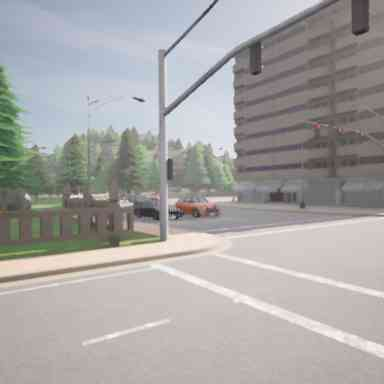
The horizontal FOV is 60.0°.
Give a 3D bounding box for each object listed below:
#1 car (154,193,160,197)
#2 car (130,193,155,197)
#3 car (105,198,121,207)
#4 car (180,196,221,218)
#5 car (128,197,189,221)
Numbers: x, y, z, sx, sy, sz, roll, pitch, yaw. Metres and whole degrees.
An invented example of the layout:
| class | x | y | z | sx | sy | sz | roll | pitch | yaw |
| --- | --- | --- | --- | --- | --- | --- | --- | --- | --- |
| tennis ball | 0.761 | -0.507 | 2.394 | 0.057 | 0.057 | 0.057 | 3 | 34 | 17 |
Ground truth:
| class | x | y | z | sx | sy | sz | roll | pitch | yaw |
| --- | --- | --- | --- | --- | --- | --- | --- | --- | --- |
| car | -6.554 | 0.942 | 60.956 | 2.097 | 1.767 | 4.553 | 0 | 0 | 14 |
| car | -6.110 | 1.206 | 40.411 | 1.882 | 1.535 | 5.008 | -1 | 0 | -14 |
| car | -9.382 | 1.371 | 39.003 | 1.895 | 1.301 | 4.718 | -1 | 0 | -15 |
| car | 0.354 | 1.110 | 27.034 | 2.097 | 1.767 | 4.553 | -1 | 0 | -32 |
| car | -2.735 | 1.346 | 25.227 | 2.033 | 1.411 | 5.357 | -1 | 0 | -33 |
